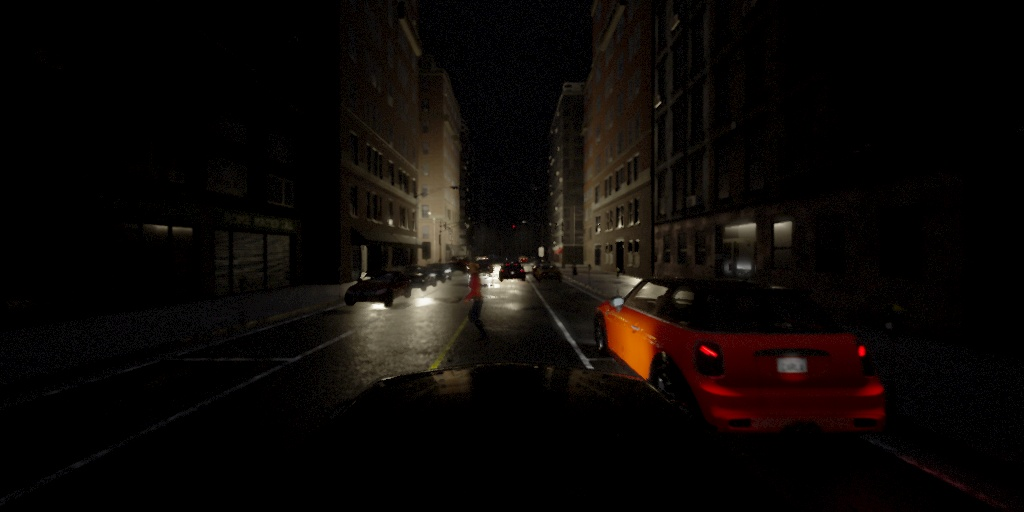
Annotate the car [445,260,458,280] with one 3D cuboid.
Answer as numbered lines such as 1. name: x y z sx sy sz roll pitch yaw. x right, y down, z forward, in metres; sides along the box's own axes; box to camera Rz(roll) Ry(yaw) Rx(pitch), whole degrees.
1. car: -5.413 1.156 25.841 2.007 1.370 4.403 0 0 0

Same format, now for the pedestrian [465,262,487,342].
1. pedestrian: -0.814 1.007 8.135 0.375 1.860 0.375 0 0 -5

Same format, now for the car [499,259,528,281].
1. car: 0.041 1.158 27.510 1.994 1.385 4.181 0 0 0

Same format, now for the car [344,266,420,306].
1. car: -5.401 1.255 15.015 1.802 1.307 4.207 0 0 0

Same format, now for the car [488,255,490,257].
1. car: -5.453 0.916 63.129 2.007 1.370 4.403 0 0 0

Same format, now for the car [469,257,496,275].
1. car: -2.845 1.068 35.571 1.812 1.442 4.674 0 0 0

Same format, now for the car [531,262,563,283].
1. car: 2.612 1.130 26.010 1.751 1.417 4.829 0 0 0

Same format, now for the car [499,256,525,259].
1. car: -0.037 1.022 37.379 2.128 1.511 4.902 0 0 0

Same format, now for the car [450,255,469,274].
1. car: -5.425 0.851 36.666 2.192 1.841 5.009 0 0 0

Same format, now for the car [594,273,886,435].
1. car: 2.746 1.078 5.644 2.097 1.767 4.553 0 0 0

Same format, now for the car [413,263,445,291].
1. car: -5.407 1.190 20.428 2.007 1.370 4.403 0 0 0
